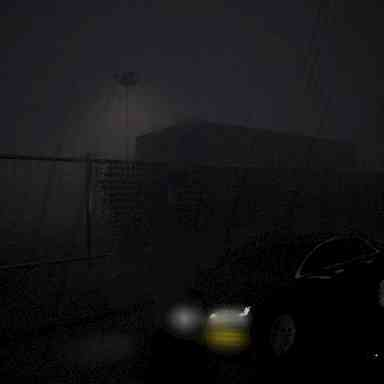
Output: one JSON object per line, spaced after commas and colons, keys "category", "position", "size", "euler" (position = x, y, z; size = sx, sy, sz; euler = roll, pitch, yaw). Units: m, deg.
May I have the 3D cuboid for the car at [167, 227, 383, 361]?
{"category": "car", "position": [1.859, 1.461, 5.975], "size": [4.892, 1.490, 1.837], "euler": [-1, 0, -36]}
